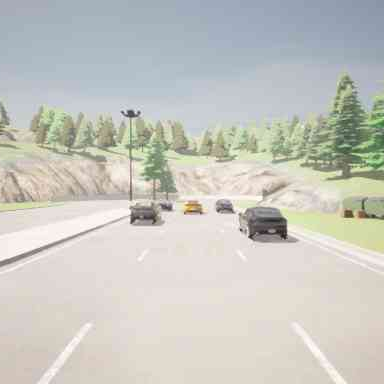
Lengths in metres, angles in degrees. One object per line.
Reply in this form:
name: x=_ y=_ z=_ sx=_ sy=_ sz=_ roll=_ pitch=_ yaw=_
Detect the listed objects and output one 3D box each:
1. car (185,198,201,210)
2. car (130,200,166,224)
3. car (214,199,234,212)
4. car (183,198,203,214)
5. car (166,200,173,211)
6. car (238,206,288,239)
car: x=0.139 y=1.547 z=44.508 sx=2.033 sy=1.411 sz=5.357 roll=0 pitch=0 yaw=1
car: x=-3.398 y=1.491 z=24.937 sx=2.128 sy=1.511 sz=4.902 roll=0 pitch=0 yaw=0
car: x=3.602 y=1.547 z=37.954 sx=2.033 sy=1.411 sz=5.357 roll=0 pitch=0 yaw=0
car: x=0.097 y=1.477 z=34.681 sx=1.882 sy=1.535 sz=5.008 roll=0 pitch=0 yaw=0
car: x=-3.393 y=1.601 z=40.795 sx=1.895 sy=1.301 sz=4.718 roll=0 pitch=0 yaw=0
car: x=3.601 y=1.505 z=17.395 sx=1.837 sy=1.490 sz=4.892 roll=0 pitch=0 yaw=0
